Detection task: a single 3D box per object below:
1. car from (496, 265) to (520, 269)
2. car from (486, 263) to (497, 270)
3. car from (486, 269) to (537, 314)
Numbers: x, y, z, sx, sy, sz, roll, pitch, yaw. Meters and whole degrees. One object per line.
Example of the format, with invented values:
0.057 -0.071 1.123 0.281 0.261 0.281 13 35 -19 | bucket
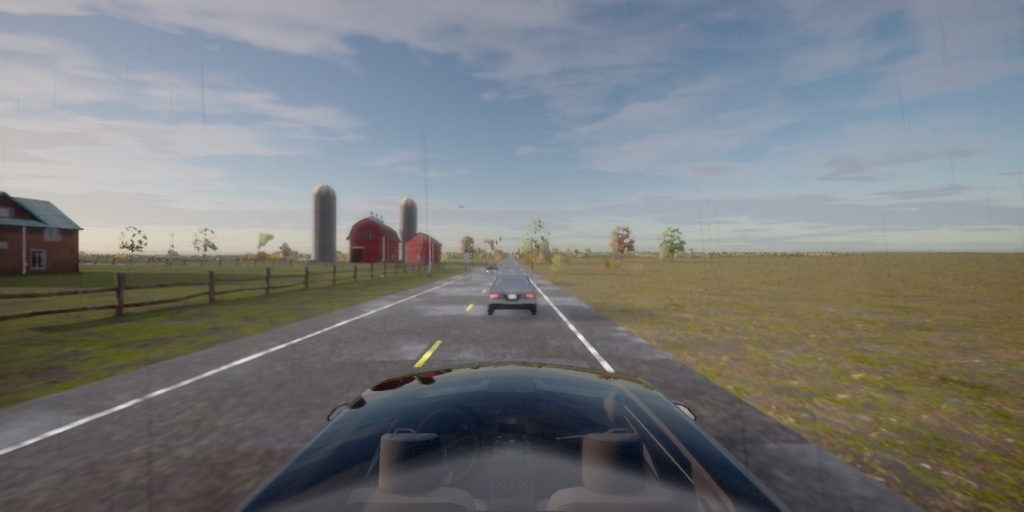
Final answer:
0.014 1.553 29.368 2.033 1.411 5.357 0 0 0 | car
-3.508 1.862 63.354 1.994 1.385 4.181 0 -1 1 | car
0.012 1.417 14.392 2.033 1.411 5.357 0 -1 0 | car
